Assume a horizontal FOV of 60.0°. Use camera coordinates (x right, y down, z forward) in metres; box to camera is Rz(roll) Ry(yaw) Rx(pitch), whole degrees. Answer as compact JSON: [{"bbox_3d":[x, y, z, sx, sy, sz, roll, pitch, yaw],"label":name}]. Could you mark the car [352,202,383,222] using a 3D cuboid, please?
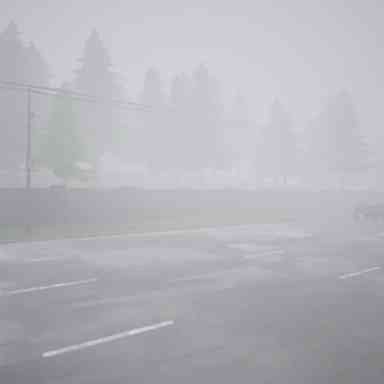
[{"bbox_3d":[15.154,1.594,27.412,4.892,1.490,1.837,0,0,-35],"label":"car"}]
